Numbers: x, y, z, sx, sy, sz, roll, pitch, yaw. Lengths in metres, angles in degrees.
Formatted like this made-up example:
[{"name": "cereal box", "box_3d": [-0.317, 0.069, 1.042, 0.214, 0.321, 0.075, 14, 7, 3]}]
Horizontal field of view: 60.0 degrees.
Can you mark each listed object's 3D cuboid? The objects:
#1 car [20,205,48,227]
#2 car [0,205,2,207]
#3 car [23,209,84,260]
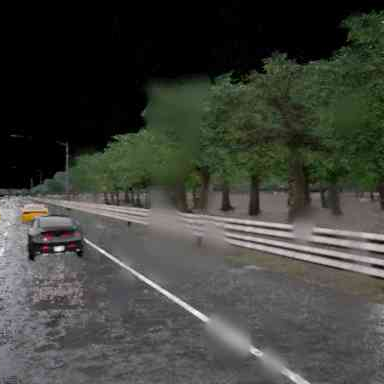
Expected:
[{"name": "car", "box_3d": [-12.875, 1.768, 27.175, 1.882, 1.535, 5.008, 0, 0, -27]}, {"name": "car", "box_3d": [-15.233, 1.521, 24.101, 2.150, 2.045, 5.566, 0, 0, -28]}, {"name": "car", "box_3d": [-5.554, 1.641, 13.241, 1.837, 1.490, 4.892, 0, 0, -27]}]
